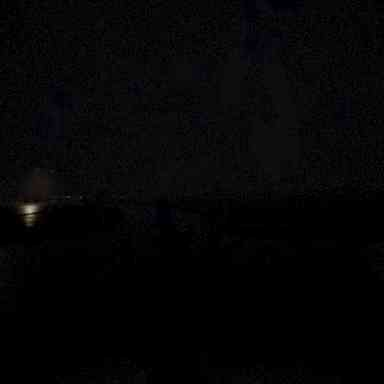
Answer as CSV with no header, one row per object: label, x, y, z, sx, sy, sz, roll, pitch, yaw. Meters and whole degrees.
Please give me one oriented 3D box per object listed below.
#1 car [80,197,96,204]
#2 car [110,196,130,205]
car,-18.935,1.547,61.757,4.718,1.301,1.895,-1,1,41
car,-11.896,1.343,54.042,1.882,1.535,5.008,-1,0,-38
